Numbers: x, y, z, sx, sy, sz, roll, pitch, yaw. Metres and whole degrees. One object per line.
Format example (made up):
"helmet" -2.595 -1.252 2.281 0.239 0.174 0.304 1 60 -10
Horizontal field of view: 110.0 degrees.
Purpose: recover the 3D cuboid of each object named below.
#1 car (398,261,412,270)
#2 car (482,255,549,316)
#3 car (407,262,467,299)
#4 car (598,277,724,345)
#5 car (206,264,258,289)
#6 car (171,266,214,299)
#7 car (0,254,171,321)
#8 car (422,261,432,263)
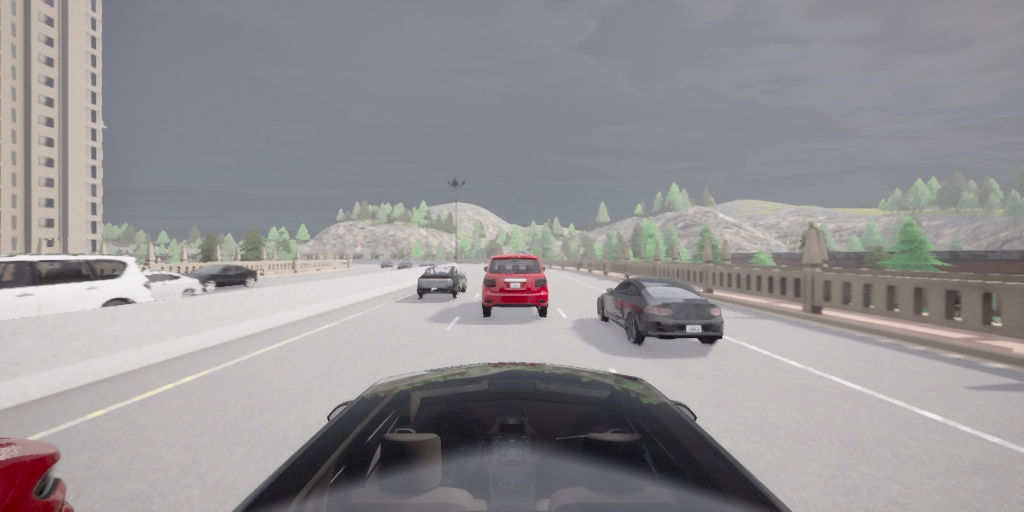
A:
"car" -15.989 1.413 54.127 1.994 1.385 4.181 0 0 -11
"car" 0.100 0.973 13.404 2.150 2.045 5.566 0 0 0
"car" -3.401 1.247 18.049 2.128 1.511 4.902 0 0 0
"car" 3.599 1.275 9.395 1.812 1.442 4.674 0 0 0
"car" -17.602 1.236 21.438 1.882 1.535 5.008 0 0 0
"car" -14.100 1.277 13.406 1.812 1.442 4.674 0 0 0
"car" -10.601 0.971 7.160 2.150 2.045 5.566 0 0 0
"car" -11.691 1.353 49.678 1.812 1.442 4.674 0 0 -8
